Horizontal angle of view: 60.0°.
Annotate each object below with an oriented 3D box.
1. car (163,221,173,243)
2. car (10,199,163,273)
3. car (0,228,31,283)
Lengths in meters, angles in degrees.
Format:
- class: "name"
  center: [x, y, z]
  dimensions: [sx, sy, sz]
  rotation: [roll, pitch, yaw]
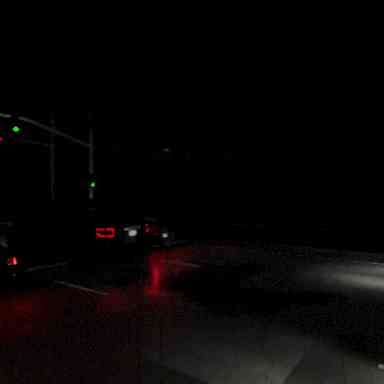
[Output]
- class: "car"
  center: [-2.957, 1.568, 14.679]
  dimensions: [4.674, 1.442, 1.812]
  rotation: [0, 0, 35]
- class: "car"
  center: [-3.870, 1.261, 11.031]
  dimensions: [5.566, 2.045, 2.150]
  rotation: [0, 0, 36]
- class: "car"
  center: [-6.356, 1.641, 8.506]
  dimensions: [4.718, 1.301, 1.895]
  rotation: [0, 0, 36]
